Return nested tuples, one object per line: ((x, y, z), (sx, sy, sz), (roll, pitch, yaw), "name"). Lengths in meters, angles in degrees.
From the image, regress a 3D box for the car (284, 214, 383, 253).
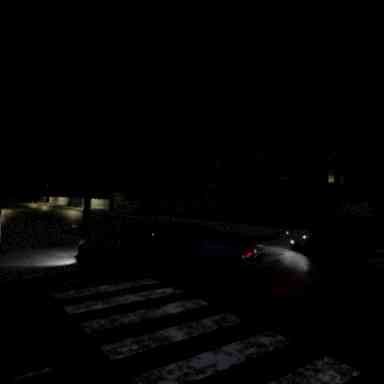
((6.669, 1.629, 13.897), (5.357, 1.411, 2.033), (0, 0, -11), "car")

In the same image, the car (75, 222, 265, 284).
((-0.687, 1.590, 9.547), (5.357, 1.411, 2.033), (0, 0, 21), "car")
